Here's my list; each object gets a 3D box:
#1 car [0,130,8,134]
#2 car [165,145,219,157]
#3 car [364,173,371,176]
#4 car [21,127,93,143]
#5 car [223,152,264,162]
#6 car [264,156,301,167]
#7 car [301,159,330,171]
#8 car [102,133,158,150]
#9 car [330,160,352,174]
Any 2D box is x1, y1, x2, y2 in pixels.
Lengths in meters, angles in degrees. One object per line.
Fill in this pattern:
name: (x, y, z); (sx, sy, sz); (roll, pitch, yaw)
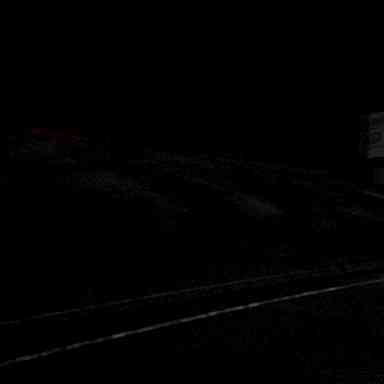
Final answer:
car: (-14.743, -4.067, 21.967); (4.674, 1.452, 2.002); (2, -1, -27)
car: (-0.166, -3.453, 30.292); (4.792, 1.488, 2.163); (2, -1, -31)
car: (26.944, -1.995, 49.418); (4.674, 1.452, 2.002); (4, -2, -38)
car: (-9.867, -3.901, 24.609); (5.008, 1.535, 2.097); (2, -1, -28)
car: (4.505, -3.237, 33.225); (4.674, 1.452, 2.002); (3, -1, -32)
car: (9.031, -3.073, 36.205); (4.892, 1.521, 2.231); (3, -1, -33)
car: (13.669, -2.969, 39.409); (4.553, 1.767, 2.185); (3, -1, -35)
car: (-5.066, -3.821, 27.345); (4.553, 1.767, 2.185); (2, -1, -30)
car: (18.225, -2.845, 42.682); (5.566, 2.045, 2.435); (3, -2, -36)
